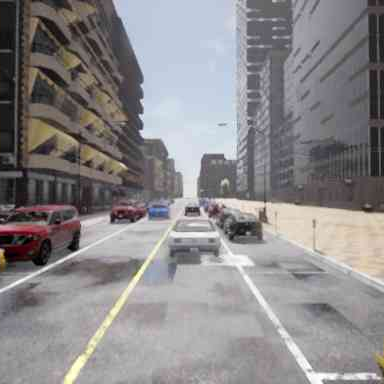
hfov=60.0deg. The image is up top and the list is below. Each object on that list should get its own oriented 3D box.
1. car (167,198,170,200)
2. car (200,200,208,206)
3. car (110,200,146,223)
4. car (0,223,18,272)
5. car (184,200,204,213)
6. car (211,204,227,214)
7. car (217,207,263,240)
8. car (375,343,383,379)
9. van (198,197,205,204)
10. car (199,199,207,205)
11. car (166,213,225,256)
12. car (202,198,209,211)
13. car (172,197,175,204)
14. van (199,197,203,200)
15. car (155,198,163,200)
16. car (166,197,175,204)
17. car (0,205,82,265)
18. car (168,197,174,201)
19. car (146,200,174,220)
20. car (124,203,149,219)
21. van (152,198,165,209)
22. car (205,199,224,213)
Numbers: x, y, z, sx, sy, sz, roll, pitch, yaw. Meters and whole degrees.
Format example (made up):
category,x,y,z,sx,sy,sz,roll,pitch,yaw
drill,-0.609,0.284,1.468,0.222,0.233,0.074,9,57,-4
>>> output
category,x,y,z,sx,sy,sz,roll,pitch,yaw
car,-5.736,2.219,62.336,1.752,1.417,4.829,1,-1,0
car,2.633,2.403,73.650,1.802,1.307,4.206,1,-1,0
car,-5.702,1.638,29.092,2.192,1.841,5.009,1,-1,0
car,-5.684,1.600,6.643,1.752,1.417,4.829,1,-1,0
car,0.065,1.989,39.919,2.033,1.411,5.357,0,-1,0
car,2.680,1.811,23.526,2.008,1.369,4.403,1,-1,0
car,2.685,1.750,17.959,2.008,1.369,4.403,1,-1,0
car,2.701,1.542,1.421,1.752,1.417,4.829,1,-1,0
van,2.620,2.351,90.362,1.690,1.788,3.998,1,-1,0
car,2.628,2.411,79.390,1.752,1.417,4.829,1,-1,0
car,0.089,1.754,13.842,1.895,1.301,4.718,0,-1,0
car,2.661,1.948,45.806,1.967,1.590,4.097,1,-1,0
car,-5.752,2.408,79.044,1.752,1.417,4.829,1,-1,0
van,2.647,2.037,62.515,1.690,1.788,3.998,1,-1,0
car,-5.726,2.122,51.367,2.008,1.369,4.403,1,-1,0
car,-5.759,2.326,90.355,2.192,1.841,5.009,1,-1,0
car,-5.686,1.453,12.385,2.192,1.841,5.009,1,-1,0
car,-5.747,2.372,73.643,2.008,1.369,4.403,1,-1,0
car,-3.061,1.833,32.119,1.882,1.535,5.008,0,-1,0
car,-5.711,1.929,34.659,1.887,1.381,4.507,1,-1,0
van,-5.728,1.975,56.939,1.690,1.788,3.998,1,-1,0
car,2.671,1.824,34.666,1.967,1.590,4.097,1,-1,0
